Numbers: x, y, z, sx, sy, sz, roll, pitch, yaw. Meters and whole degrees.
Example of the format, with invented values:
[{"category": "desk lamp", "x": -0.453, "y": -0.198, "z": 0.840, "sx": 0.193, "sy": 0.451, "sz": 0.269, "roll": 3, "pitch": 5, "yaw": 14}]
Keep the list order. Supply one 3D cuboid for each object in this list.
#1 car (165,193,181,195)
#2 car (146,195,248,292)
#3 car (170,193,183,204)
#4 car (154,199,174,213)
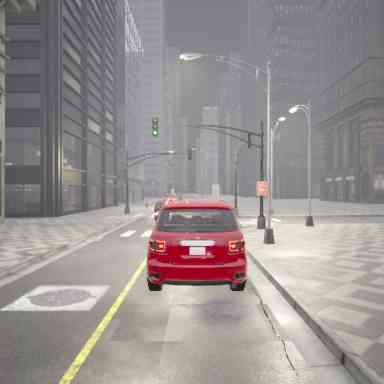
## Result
[{"category": "car", "x": -3.110, "y": 1.228, "z": 49.246, "sx": 2.150, "sy": 2.045, "sz": 5.566, "roll": 0, "pitch": 0, "yaw": 0}, {"category": "car", "x": 0.099, "y": 1.221, "z": 9.044, "sx": 2.150, "sy": 2.045, "sz": 5.566, "roll": 0, "pitch": 0, "yaw": 0}, {"category": "car", "x": -3.046, "y": 1.231, "z": 66.559, "sx": 2.150, "sy": 2.045, "sz": 5.566, "roll": 0, "pitch": 0, "yaw": 1}, {"category": "car", "x": -3.109, "y": 1.566, "z": 37.864, "sx": 1.994, "sy": 1.385, "sz": 4.181, "roll": 0, "pitch": 0, "yaw": 0}]
